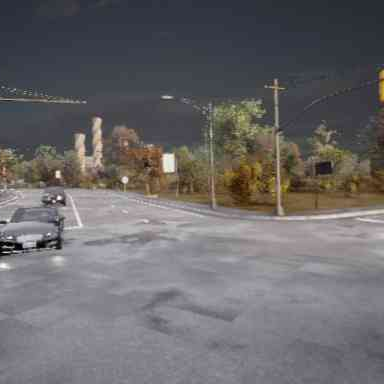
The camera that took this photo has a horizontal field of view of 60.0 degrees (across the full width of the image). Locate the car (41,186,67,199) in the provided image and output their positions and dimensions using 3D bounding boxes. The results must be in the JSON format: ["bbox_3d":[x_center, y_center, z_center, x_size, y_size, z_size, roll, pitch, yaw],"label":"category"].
[{"bbox_3d":[-14.389,0.472,34.852,2.150,2.045,5.566,-3,3,-21],"label":"car"}]

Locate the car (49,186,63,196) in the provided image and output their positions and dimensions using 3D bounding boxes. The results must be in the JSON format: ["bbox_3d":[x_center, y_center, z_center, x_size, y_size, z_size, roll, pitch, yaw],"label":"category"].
[{"bbox_3d":[-24.737,-0.223,60.407,2.128,1.511,4.902,-3,4,-25],"label":"car"}]

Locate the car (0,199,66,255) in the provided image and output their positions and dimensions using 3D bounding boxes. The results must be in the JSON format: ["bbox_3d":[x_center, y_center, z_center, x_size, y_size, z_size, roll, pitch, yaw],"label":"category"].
[{"bbox_3d":[-5.842,1.287,12.439,2.128,1.511,4.902,-3,2,-21],"label":"car"}]
